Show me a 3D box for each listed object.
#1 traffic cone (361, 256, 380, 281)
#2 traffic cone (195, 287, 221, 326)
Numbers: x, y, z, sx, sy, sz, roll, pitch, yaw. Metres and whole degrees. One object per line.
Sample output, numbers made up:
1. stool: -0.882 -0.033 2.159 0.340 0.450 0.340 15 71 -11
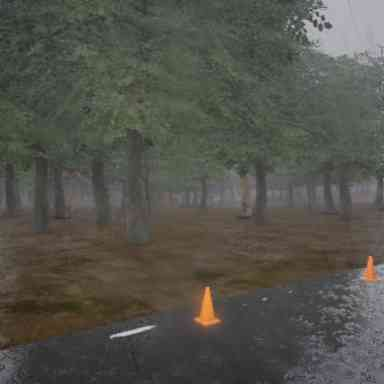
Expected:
1. traffic cone: 4.595 1.949 8.565 0.340 0.580 0.340 0 0 -31
2. traffic cone: 0.276 1.953 5.805 0.340 0.580 0.340 0 0 -34
